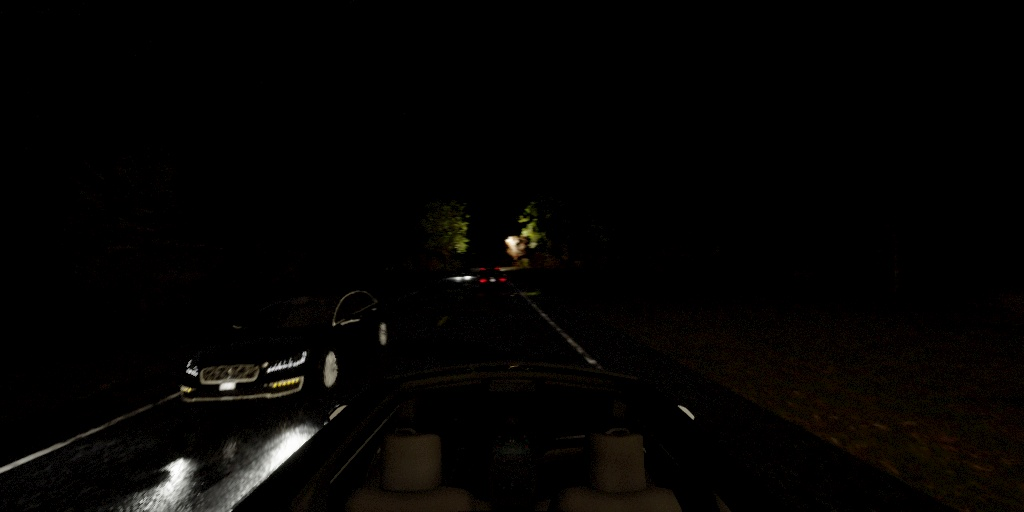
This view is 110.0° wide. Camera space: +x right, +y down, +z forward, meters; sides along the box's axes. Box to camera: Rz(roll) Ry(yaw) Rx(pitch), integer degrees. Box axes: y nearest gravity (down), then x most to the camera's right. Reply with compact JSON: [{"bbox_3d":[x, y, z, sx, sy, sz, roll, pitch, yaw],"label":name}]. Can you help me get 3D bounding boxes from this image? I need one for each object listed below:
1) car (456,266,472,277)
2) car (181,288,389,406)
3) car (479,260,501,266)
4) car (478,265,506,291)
[{"bbox_3d":[-6.601,2.152,49.747,1.994,1.385,4.181,-2,-1,-4],"label":"car"},{"bbox_3d":[-3.898,1.462,7.135,1.837,1.490,4.892,-2,0,-4],"label":"car"},{"bbox_3d":[-2.315,1.503,38.632,2.150,2.045,5.566,-2,0,-3],"label":"car"},{"bbox_3d":[-1.391,1.623,25.200,2.033,1.411,5.357,-2,-1,-4],"label":"car"}]
